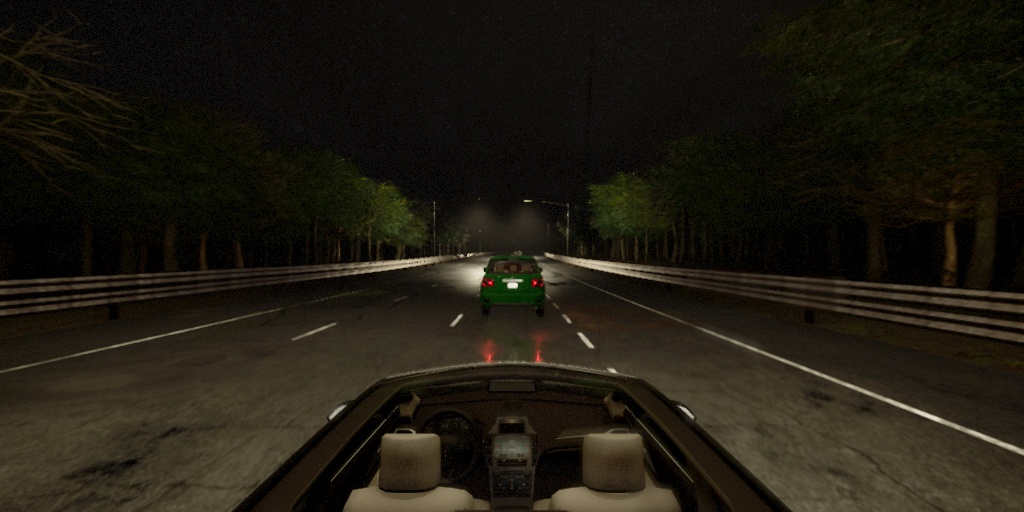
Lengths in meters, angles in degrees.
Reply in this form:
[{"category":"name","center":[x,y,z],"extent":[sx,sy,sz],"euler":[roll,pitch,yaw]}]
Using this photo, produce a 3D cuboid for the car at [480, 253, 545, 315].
[{"category":"car","center":[0.030,1.015,13.771],"extent":[2.150,2.045,5.566],"euler":[0,0,0]}]
